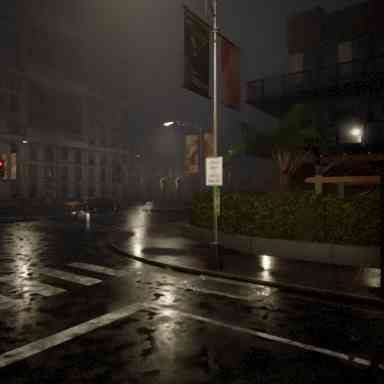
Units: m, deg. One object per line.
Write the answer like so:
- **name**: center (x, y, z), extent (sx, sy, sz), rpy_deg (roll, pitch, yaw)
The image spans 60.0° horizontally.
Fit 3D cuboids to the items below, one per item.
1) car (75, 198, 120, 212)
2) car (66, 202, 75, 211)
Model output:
- **car**: center (-10.527, 1.505, 38.309), extent (1.837, 1.490, 4.892), rpy_deg (0, 0, 36)
- **car**: center (-13.024, 1.477, 40.851), extent (1.882, 1.535, 5.008), rpy_deg (0, 0, 35)
